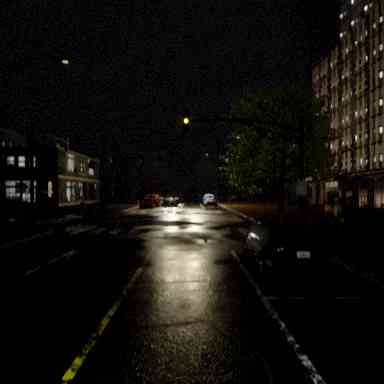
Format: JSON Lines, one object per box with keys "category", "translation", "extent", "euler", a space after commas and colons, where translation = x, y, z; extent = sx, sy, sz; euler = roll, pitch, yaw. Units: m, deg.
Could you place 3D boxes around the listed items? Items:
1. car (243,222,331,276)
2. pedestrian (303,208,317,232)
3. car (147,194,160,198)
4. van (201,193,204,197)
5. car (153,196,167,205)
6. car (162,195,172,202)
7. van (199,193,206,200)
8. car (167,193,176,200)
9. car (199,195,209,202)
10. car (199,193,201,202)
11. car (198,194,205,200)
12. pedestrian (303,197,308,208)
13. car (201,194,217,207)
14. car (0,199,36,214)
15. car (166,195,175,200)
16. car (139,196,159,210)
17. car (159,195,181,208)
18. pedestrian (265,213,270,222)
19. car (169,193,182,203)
{"category": "car", "translation": [2.697, 1.552, 10.123], "extent": [1.947, 1.339, 4.313], "euler": [0, 0, 0]}
{"category": "pedestrian", "translation": [6.162, 1.498, 17.092], "extent": [0.500, 1.100, 0.500], "euler": [0, 0, 0]}
{"category": "car", "translation": [-5.672, 1.250, 48.152], "extent": [2.192, 1.841, 5.009], "euler": [0, 0, 0]}
{"category": "van", "translation": [2.710, 1.269, 53.703], "extent": [1.690, 1.788, 3.998], "euler": [0, 0, 0]}
{"category": "car", "translation": [-5.670, 1.472, 59.254], "extent": [2.008, 1.369, 4.403], "euler": [0, 0, 0]}
{"category": "car", "translation": [-5.665, 1.425, 75.737], "extent": [1.752, 1.417, 4.829], "euler": [0, 0, 0]}
{"category": "van", "translation": [2.720, 1.227, 87.009], "extent": [1.690, 1.788, 3.998], "euler": [0, 0, 0]}
{"category": "car", "translation": [-5.659, 1.194, 92.560], "extent": [2.192, 1.841, 5.009], "euler": [0, 0, 0]}
{"category": "car", "translation": [2.715, 1.466, 75.907], "extent": [1.947, 1.339, 4.313], "euler": [0, 0, 0]}
{"category": "car", "translation": [2.712, 1.465, 64.805], "extent": [2.008, 1.369, 4.403], "euler": [0, 0, 0]}
{"category": "car", "translation": [2.721, 1.404, 92.730], "extent": [1.752, 1.417, 4.829], "euler": [0, 0, 0]}
{"category": "pedestrian", "translation": [6.003, 1.117, 17.705], "extent": [0.375, 1.860, 0.375], "euler": [0, 0, 0]}
{"category": "car", "translation": [2.707, 1.461, 48.322], "extent": [1.752, 1.417, 4.829], "euler": [0, 0, 0]}
{"category": "car", "translation": [-17.260, 1.327, 31.607], "extent": [4.507, 1.381, 1.887], "euler": [1, -1, -1]}
{"category": "car", "translation": [-5.662, 1.437, 87.009], "extent": [2.008, 1.369, 4.403], "euler": [0, 0, 0]}
{"category": "car", "translation": [-5.675, 1.525, 42.601], "extent": [1.802, 1.307, 4.206], "euler": [0, 0, 0]}
{"category": "car", "translation": [-3.073, 1.501, 47.227], "extent": [1.994, 1.385, 4.181], "euler": [0, 0, 0]}
{"category": "pedestrian", "translation": [4.213, 1.649, 18.291], "extent": [0.500, 1.100, 0.500], "euler": [0, 0, 0]}
{"category": "car", "translation": [-3.021, 1.135, 64.032], "extent": [2.150, 2.045, 5.566], "euler": [0, 0, 1]}
